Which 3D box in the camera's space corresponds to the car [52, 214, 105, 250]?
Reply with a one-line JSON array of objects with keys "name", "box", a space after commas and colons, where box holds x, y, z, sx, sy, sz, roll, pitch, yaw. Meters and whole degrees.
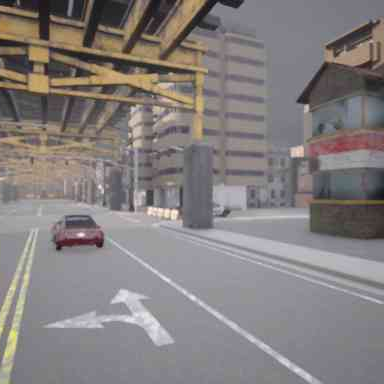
[{"name": "car", "box": [-5.265, 1.702, 15.192, 1.994, 1.385, 4.181, 0, -1, -24]}]

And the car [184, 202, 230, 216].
[{"name": "car", "box": [1.537, 1.584, 32.409, 4.536, 1.218, 1.853, 0, -1, -44]}]

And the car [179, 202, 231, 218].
[{"name": "car", "box": [1.500, 1.741, 32.372, 4.974, 1.542, 2.038, 0, -1, -44]}]

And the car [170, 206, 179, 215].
[{"name": "car", "box": [0.120, 1.775, 36.309, 4.974, 1.542, 2.038, 0, 0, 1]}]
